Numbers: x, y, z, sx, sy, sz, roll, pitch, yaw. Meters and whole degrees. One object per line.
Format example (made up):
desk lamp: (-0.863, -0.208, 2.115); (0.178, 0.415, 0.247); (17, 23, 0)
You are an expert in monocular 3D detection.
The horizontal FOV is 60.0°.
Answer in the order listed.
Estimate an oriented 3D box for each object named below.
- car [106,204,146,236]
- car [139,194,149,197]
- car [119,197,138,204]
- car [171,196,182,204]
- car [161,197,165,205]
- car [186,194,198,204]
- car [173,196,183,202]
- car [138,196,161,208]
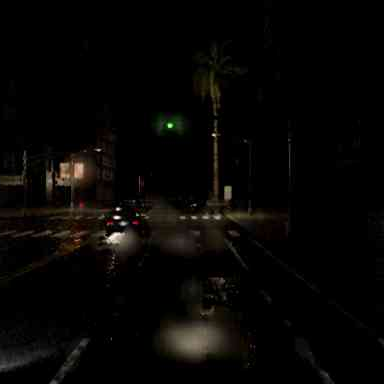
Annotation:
car: (-3.789, 1.607, 18.688); (2.033, 1.411, 5.357); (0, 0, -10)
car: (-9.741, 1.478, 66.847); (2.150, 2.045, 5.566); (0, 0, 0)
car: (-9.813, 1.782, 51.175); (1.895, 1.301, 4.718); (0, 0, 0)
car: (-3.239, 1.813, 68.505); (1.994, 1.385, 4.181); (0, 0, 0)
car: (-6.495, 1.780, 66.979); (1.812, 1.442, 4.674); (0, 0, 0)
car: (0.011, 1.481, 68.120); (2.150, 2.045, 5.566); (0, 0, 0)
car: (-3.238, 1.691, 78.511); (2.033, 1.411, 5.357); (0, 0, 0)
car: (-6.559, 1.730, 51.568); (2.033, 1.411, 5.357); (0, 0, 0)
